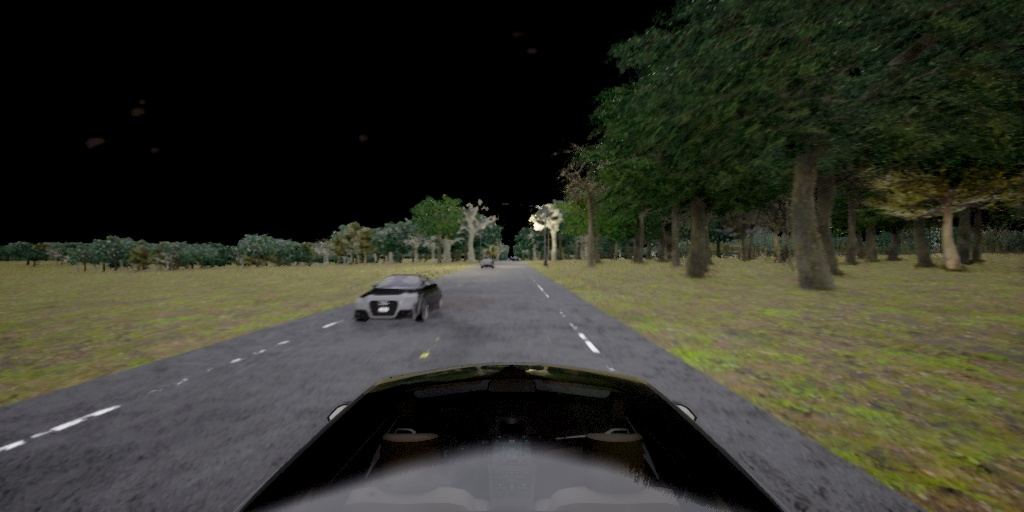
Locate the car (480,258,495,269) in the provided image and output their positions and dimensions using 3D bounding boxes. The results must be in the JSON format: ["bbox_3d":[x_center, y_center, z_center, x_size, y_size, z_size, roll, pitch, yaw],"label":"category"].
[{"bbox_3d":[-3.533,1.114,52.407,1.837,1.490,4.892,0,0,1],"label":"car"}]

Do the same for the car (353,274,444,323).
[{"bbox_3d":[-3.587,1.303,12.015,1.994,1.385,4.181,0,0,0],"label":"car"}]
